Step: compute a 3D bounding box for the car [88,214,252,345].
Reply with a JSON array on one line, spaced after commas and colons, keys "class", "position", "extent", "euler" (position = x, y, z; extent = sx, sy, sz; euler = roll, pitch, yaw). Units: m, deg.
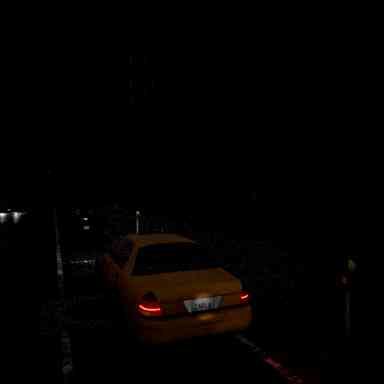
[{"class": "car", "position": [-0.841, 1.457, 6.750], "extent": [1.801, 1.575, 5.366], "euler": [0, 0, -23]}]

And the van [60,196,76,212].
[{"class": "van", "position": [-14.609, 1.342, 39.085], "extent": [1.690, 1.788, 3.998], "euler": [0, 0, -23]}]

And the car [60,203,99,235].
[{"class": "car", "position": [-6.122, 1.551, 18.686], "extent": [2.008, 1.369, 4.403], "euler": [0, 0, -23]}]

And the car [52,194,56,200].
[{"class": "car", "position": [-31.731, 1.469, 79.499], "extent": [1.967, 1.590, 4.097], "euler": [0, 0, -24]}]

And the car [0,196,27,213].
[{"class": "car", "position": [-20.492, 1.549, 37.915], "extent": [2.033, 1.411, 5.357], "euler": [0, 0, -22]}]

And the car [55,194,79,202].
[{"class": "car", "position": [-12.487, 1.316, 33.986], "extent": [2.192, 1.841, 5.009], "euler": [0, 0, -23]}]

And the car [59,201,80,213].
[{"class": "car", "position": [-8.244, 1.551, 23.785], "extent": [2.008, 1.369, 4.403], "euler": [0, 0, -23]}]

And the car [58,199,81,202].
[{"class": "car", "position": [-10.365, 1.567, 28.885], "extent": [1.947, 1.339, 4.313], "euler": [0, 0, -23]}]
